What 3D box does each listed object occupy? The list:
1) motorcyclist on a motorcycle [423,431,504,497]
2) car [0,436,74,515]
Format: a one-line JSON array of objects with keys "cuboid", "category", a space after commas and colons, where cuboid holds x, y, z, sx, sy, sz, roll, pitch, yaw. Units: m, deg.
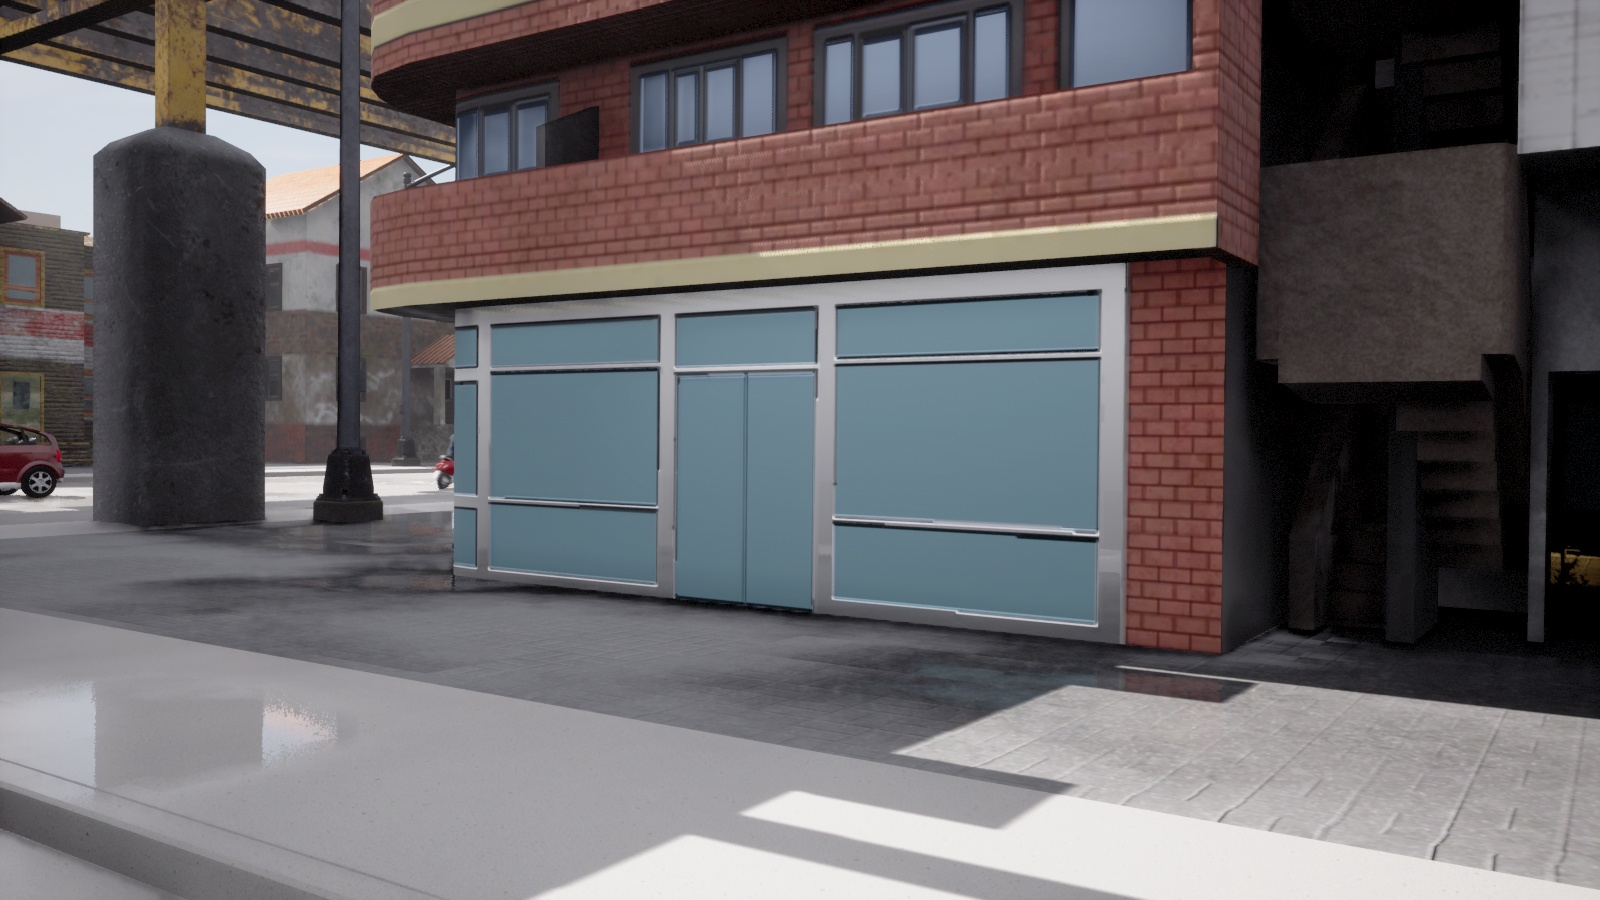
[{"cuboid": [-8.393, 0.332, 31.410, 0.866, 1.590, 1.817, 0, 1, 33], "category": "motorcyclist on a motorcycle"}, {"cuboid": [-16.831, 0.521, 24.977, 1.789, 1.549, 3.705, 0, 1, 33], "category": "car"}]
